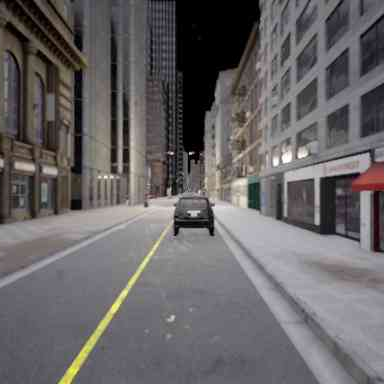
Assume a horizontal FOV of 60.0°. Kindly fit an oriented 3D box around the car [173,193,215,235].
[{"bbox_3d":[0.098,1.229,19.086,2.150,2.045,5.566,0,0,0],"label":"car"}]

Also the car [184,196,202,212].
[{"bbox_3d":[0.098,1.378,39.553,2.097,1.767,4.553,0,0,0],"label":"car"}]
